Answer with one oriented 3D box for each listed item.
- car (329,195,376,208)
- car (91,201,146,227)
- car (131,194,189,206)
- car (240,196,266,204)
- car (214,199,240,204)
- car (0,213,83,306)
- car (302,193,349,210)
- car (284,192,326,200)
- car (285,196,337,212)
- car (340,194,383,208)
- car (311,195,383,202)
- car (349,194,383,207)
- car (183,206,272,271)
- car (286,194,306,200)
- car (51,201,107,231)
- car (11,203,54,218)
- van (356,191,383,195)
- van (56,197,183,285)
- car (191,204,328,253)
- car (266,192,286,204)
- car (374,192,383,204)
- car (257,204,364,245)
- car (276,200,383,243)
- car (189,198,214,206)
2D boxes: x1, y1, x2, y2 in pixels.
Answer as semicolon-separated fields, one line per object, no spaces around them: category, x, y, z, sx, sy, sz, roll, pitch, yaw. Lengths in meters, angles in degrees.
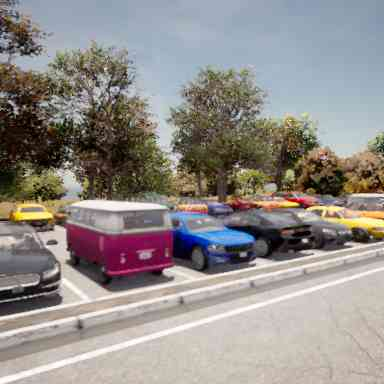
car;19.775;1.153;41.135;2.163;1.488;4.792;-1;0;-35
car;-5.309;1.466;23.548;2.163;1.488;4.792;-1;0;-35
car;-2.998;1.160;25.105;2.435;2.045;5.566;-1;0;-35
car;3.821;1.329;29.934;2.097;1.535;5.008;-1;0;-35
car;1.540;1.397;28.338;2.002;1.452;4.674;-1;0;-35
car;-4.570;1.515;8.046;2.231;1.521;4.892;-1;0;-35
car;15.185;1.059;37.979;2.185;1.767;4.553;-1;0;-35
car;10.664;0.992;34.724;2.435;2.045;5.566;-1;0;-35
car;12.923;1.216;36.356;2.231;1.521;4.892;-1;0;-35
car;22.033;1.093;42.768;2.097;1.535;5.008;-1;0;-35
car;9.107;1.232;17.627;2.185;1.767;4.553;-1;0;-35
car;24.104;1.060;44.446;1.946;1.575;5.366;-1;0;-35
car;-0.017;1.463;11.249;2.097;1.535;5.008;-1;0;-35
car;8.369;1.272;33.148;2.097;1.535;5.008;-1;0;-35
car;-7.571;1.463;21.929;2.231;1.521;4.892;-1;0;-35
car;-9.848;1.487;20.324;2.097;1.535;5.008;-1;0;-35
van;11.380;1.106;19.122;1.878;1.987;4.442;-1;0;-35
van;-2.359;1.263;9.737;1.878;1.987;4.442;-1;0;-35
car;2.265;1.438;12.843;2.097;1.535;5.008;-1;0;-35
car;6.112;1.176;31.514;2.185;1.767;4.553;-1;0;-35
car;28.883;0.873;47.545;2.185;1.767;4.553;-1;0;-35
car;4.537;1.452;14.452;2.002;1.452;4.674;-1;0;-35
car;6.920;1.382;15.900;1.946;1.575;5.366;-1;0;-35
car;-0.719;1.258;26.706;2.185;1.767;4.553;-1;0;-35
